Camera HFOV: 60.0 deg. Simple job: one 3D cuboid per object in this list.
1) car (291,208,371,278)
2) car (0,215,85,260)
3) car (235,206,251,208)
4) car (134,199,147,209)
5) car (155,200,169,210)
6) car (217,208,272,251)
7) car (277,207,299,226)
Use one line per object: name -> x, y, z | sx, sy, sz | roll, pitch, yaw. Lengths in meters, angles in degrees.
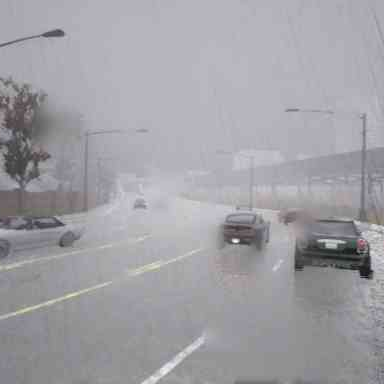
car -> 4.778, 1.595, 11.497 | 2.097, 1.767, 4.553 | 1, -1, 22
car -> -6.282, 1.554, 12.341 | 1.895, 1.301, 4.718 | 1, -1, 24
car -> 5.286, 2.133, 34.817 | 1.895, 1.301, 4.718 | 1, -1, -1
car -> -8.641, 1.929, 55.409 | 2.097, 1.767, 4.553 | 1, -1, -11
car -> -5.010, 2.106, 55.038 | 1.882, 1.535, 5.008 | 1, -1, -11
car -> 2.506, 1.733, 15.500 | 1.837, 1.490, 4.892 | 2, -1, 18
car -> 8.565, 1.998, 28.468 | 1.882, 1.535, 5.008 | 1, -1, 5
